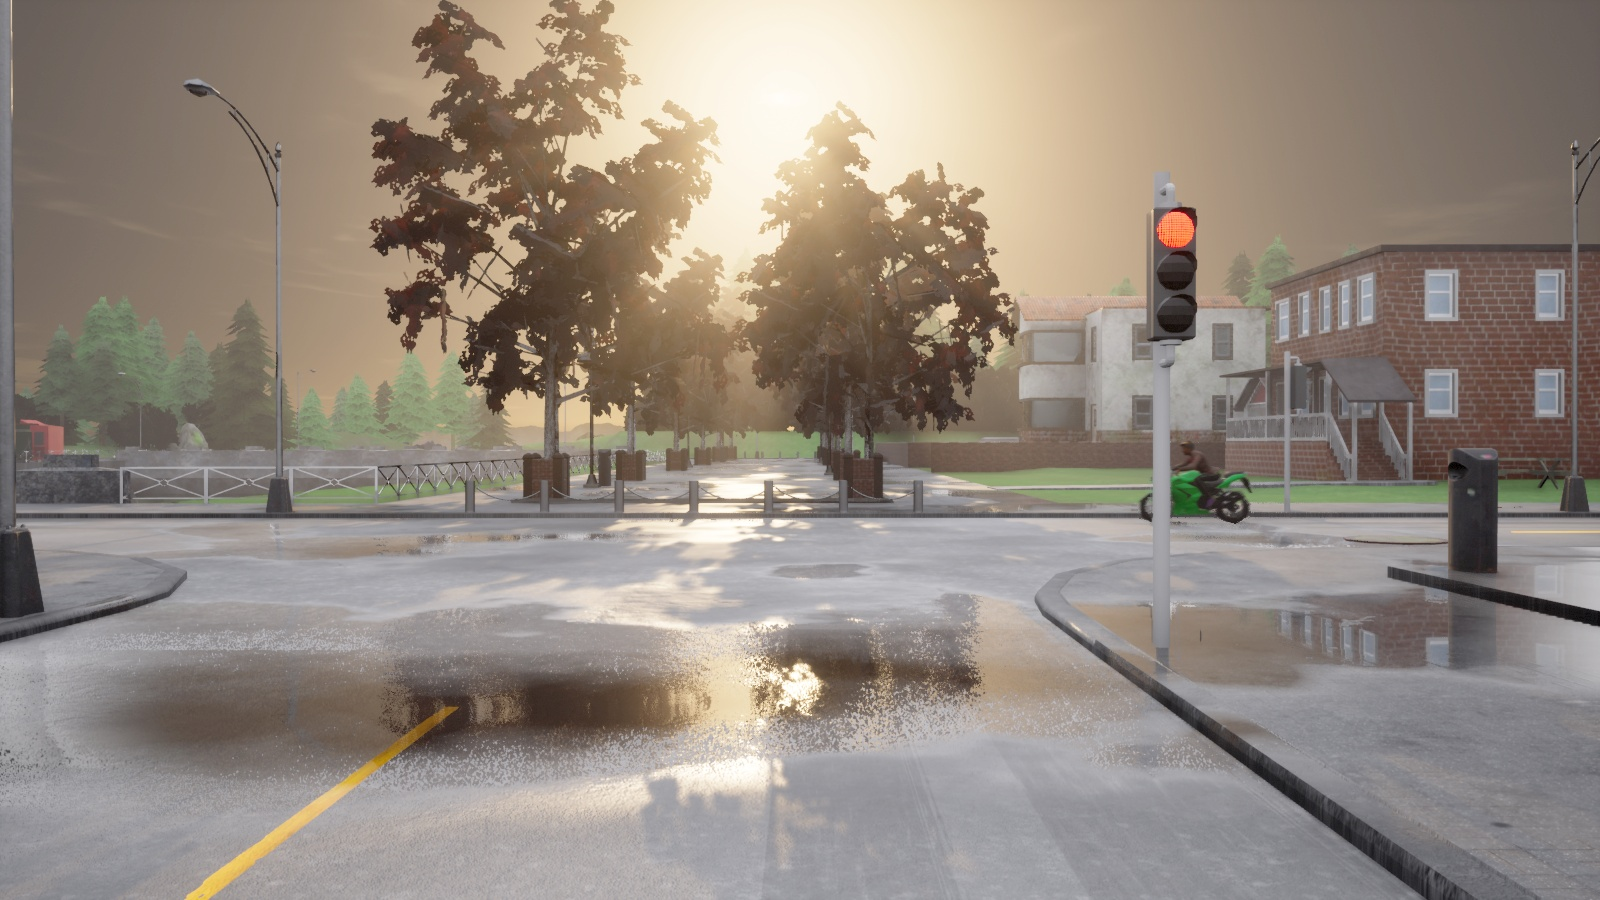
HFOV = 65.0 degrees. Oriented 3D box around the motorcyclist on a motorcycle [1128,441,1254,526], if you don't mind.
[{"bbox_3d":[7.096,0.604,22.859,2.044,1.523,0.797,0,0,0],"label":"motorcyclist on a motorcycle"}]
